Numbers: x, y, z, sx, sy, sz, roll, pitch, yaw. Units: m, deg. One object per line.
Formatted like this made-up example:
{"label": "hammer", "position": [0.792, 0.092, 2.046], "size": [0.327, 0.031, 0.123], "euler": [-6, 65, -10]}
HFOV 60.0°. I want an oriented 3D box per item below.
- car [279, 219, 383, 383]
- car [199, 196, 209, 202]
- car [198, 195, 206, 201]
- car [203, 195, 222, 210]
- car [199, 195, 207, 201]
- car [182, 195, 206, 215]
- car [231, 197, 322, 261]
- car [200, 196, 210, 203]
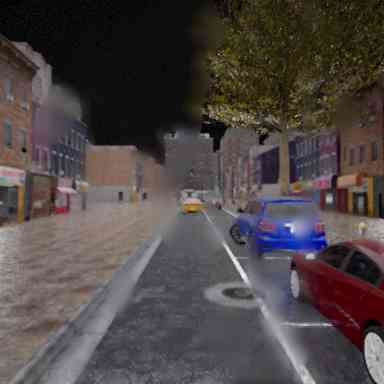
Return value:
{"label": "car", "position": [3.015, 1.456, 5.187], "size": [1.882, 1.535, 5.008], "euler": [0, 0, 0]}
{"label": "car", "position": [2.649, 1.503, 74.152], "size": [1.947, 1.339, 4.313], "euler": [1, 0, 0]}
{"label": "car", "position": [2.647, 1.589, 90.464], "size": [1.947, 1.339, 4.313], "euler": [1, 0, 0]}
{"label": "car", "position": [2.660, 1.334, 41.968], "size": [1.967, 1.590, 4.097], "euler": [2, 0, 0]}
{"label": "car", "position": [2.650, 1.487, 79.759], "size": [1.752, 1.417, 4.829], "euler": [1, 0, 0]}
{"label": "car", "position": [0.084, 1.381, 32.744], "size": [1.882, 1.535, 5.008], "euler": [0, 0, 0]}
{"label": "car", "position": [2.974, 1.174, 12.235], "size": [2.150, 2.045, 5.566], "euler": [0, 0, 0]}
{"label": "car", "position": [2.651, 1.484, 68.715], "size": [1.947, 1.339, 4.313], "euler": [1, 0, 0]}
